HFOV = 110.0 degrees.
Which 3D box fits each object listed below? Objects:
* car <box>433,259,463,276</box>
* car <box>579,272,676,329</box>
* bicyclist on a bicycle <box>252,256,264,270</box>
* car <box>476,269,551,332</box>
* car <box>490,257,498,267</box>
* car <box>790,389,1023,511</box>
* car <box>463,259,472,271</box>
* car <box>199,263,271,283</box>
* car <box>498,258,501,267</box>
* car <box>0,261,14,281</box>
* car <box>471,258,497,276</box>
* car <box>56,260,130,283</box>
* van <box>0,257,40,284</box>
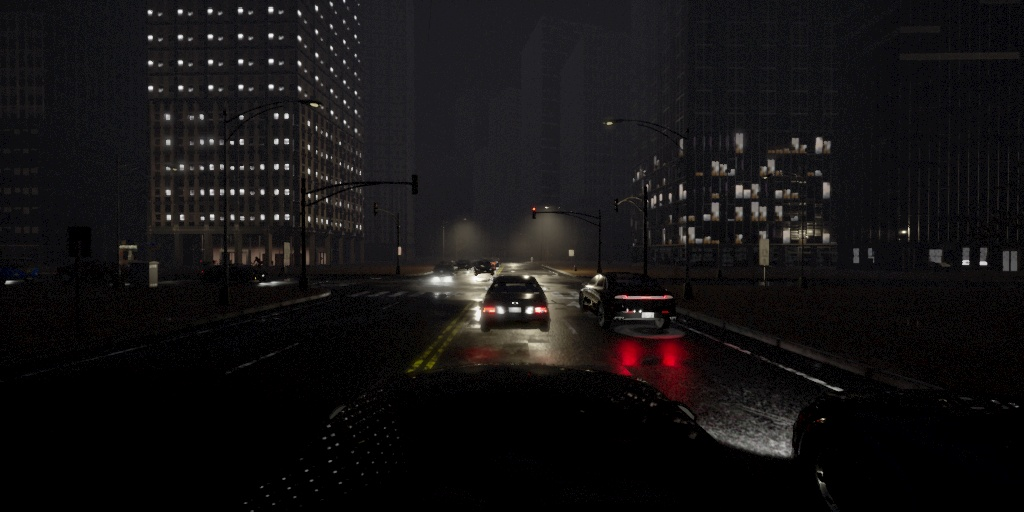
[{"bbox_3d":[-6.592,1.214,36.030,2.128,1.511,4.902,0,0,0],"label":"car"},{"bbox_3d":[3.347,1.238,11.230,2.128,1.511,4.902,0,0,0],"label":"car"},{"bbox_3d":[-24.701,0.867,34.818,0.582,1.620,1.656,0,1,1],"label":"bicyclist on a bicycle"},{"bbox_3d":[0.100,1.294,10.813,2.033,1.411,5.357,0,0,1],"label":"car"},{"bbox_3d":[-3.334,1.057,48.747,2.097,1.767,4.553,0,0,0],"label":"car"},{"bbox_3d":[3.350,1.314,1.299,1.994,1.385,4.181,0,0,0],"label":"car"},{"bbox_3d":[-6.589,1.183,48.885,1.882,1.535,5.008,0,0,0],"label":"car"},{"bbox_3d":[-19.986,1.227,25.964,4.181,1.385,1.994,0,0,1],"label":"car"},{"bbox_3d":[-3.332,1.028,62.424,2.097,1.767,4.553,0,0,0],"label":"car"},{"bbox_3d":[-40.320,1.092,26.491,4.674,1.442,1.812,0,0,1],"label":"car"},{"bbox_3d":[-2.891,1.231,36.331,1.837,1.490,4.892,0,0,-8],"label":"car"},{"bbox_3d":[-30.078,1.093,26.217,5.008,1.535,1.882,0,0,2],"label":"car"},{"bbox_3d":[-33.932,0.959,23.729,3.998,1.789,1.690,0,0,1],"label":"van"}]
